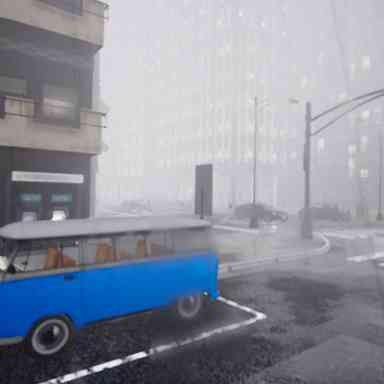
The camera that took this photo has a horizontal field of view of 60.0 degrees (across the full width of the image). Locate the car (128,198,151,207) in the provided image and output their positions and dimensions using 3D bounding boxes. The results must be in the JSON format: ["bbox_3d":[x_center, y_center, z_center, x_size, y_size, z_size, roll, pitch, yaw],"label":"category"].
[{"bbox_3d":[-8.727,1.665,55.197,1.947,1.339,4.313,2,-1,-35],"label":"car"}]

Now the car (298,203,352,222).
[{"bbox_3d":[10.863,1.585,27.540,1.967,1.590,4.097,2,-1,-35],"label":"car"}]

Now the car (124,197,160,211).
[{"bbox_3d":[-5.771,1.480,36.526,2.008,1.369,4.403,2,-1,-35],"label":"car"}]

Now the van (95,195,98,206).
[{"bbox_3d":[-15.560,1.249,50.358,1.690,1.788,3.998,2,-1,-35],"label":"van"}]

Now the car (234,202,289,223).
[{"bbox_3d":[5.215,1.536,25.493,1.812,1.442,4.674,2,-1,-35],"label":"car"}]

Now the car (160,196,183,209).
[{"bbox_3d":[-2.197,1.663,45.977,2.008,1.369,4.403,2,-1,-35],"label":"car"}]

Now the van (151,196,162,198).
[{"bbox_3d":[-5.457,1.447,50.590,1.690,1.788,3.998,2,-1,-35],"label":"van"}]

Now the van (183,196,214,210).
[{"bbox_3d":[1.071,1.461,41.370,1.690,1.788,3.998,2,-1,-35],"label":"van"}]

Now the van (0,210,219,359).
[{"bbox_3d":[-1.396,1.348,5.707,3.998,1.788,1.690,0,1,-35],"label":"van"}]
